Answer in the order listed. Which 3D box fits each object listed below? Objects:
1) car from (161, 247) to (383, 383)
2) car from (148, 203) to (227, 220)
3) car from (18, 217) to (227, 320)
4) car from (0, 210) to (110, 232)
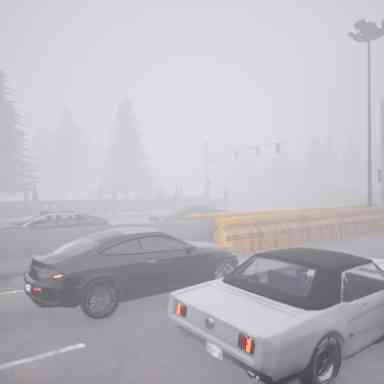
[{"bbox_3d":[2.077,1.567,5.209,4.718,1.301,1.895,-1,0,-35],"label":"car"},{"bbox_3d":[-0.118,1.440,21.016,5.357,1.411,2.033,-1,0,-35],"label":"car"},{"bbox_3d":[-1.054,1.506,7.282,4.674,1.442,1.812,-1,0,-35],"label":"car"},{"bbox_3d":[-5.572,1.475,12.896,4.902,1.511,2.128,-1,0,-35],"label":"car"}]
